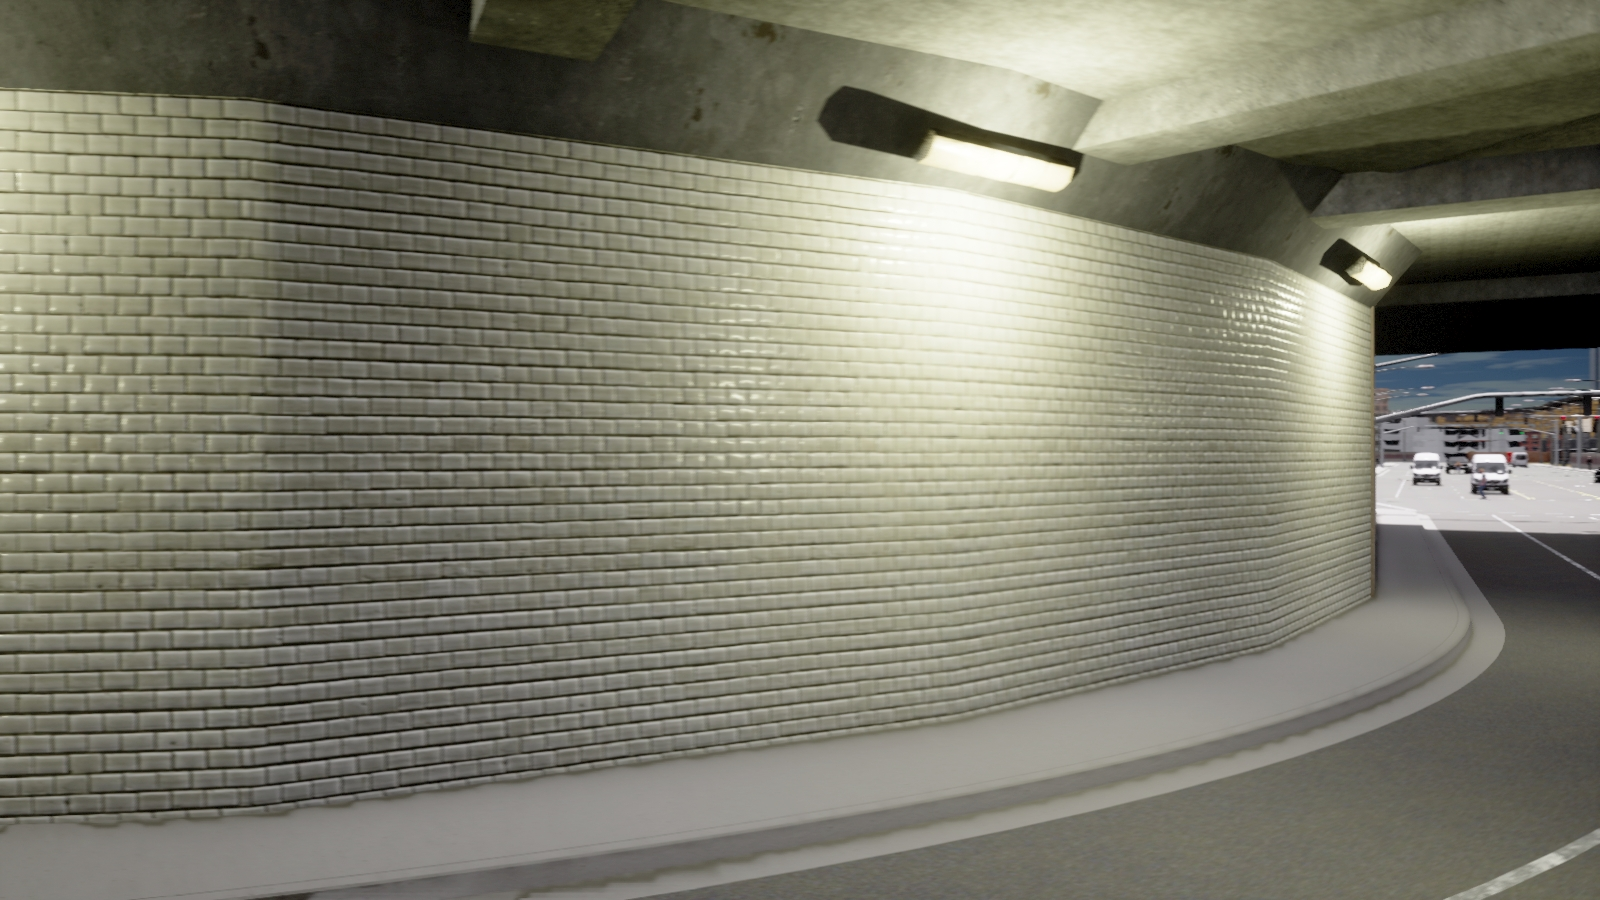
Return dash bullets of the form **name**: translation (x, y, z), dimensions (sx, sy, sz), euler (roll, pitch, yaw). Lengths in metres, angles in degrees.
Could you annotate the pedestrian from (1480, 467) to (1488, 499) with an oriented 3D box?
- **pedestrian**: translation (39.558, 1.917, 66.114), dimensions (0.375, 1.860, 0.375), euler (0, 0, 28)
